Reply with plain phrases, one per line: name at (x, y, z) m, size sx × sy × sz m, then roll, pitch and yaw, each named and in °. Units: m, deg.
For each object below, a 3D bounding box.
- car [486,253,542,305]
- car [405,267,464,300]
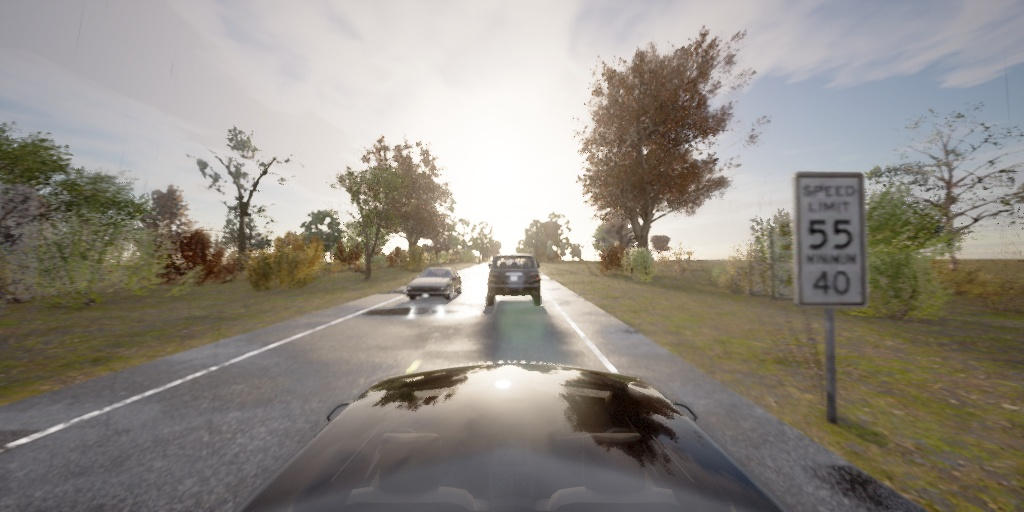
car at (0.082, 0.916, 15.878) m, size 2.150 × 2.045 × 5.566 m, roll 0°, pitch 0°, yaw 0°
car at (-3.534, 1.239, 17.375) m, size 2.033 × 1.411 × 5.357 m, roll 0°, pitch 0°, yaw 1°
